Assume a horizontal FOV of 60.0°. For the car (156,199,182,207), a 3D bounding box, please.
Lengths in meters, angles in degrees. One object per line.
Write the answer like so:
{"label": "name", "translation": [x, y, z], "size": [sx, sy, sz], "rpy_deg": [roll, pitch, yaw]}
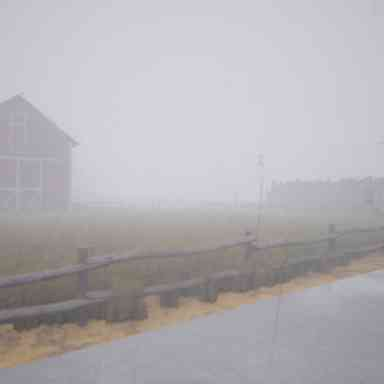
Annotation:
{"label": "car", "translation": [-3.607, 1.693, 49.737], "size": [2.033, 1.411, 5.357], "rpy_deg": [0, 0, -35]}
